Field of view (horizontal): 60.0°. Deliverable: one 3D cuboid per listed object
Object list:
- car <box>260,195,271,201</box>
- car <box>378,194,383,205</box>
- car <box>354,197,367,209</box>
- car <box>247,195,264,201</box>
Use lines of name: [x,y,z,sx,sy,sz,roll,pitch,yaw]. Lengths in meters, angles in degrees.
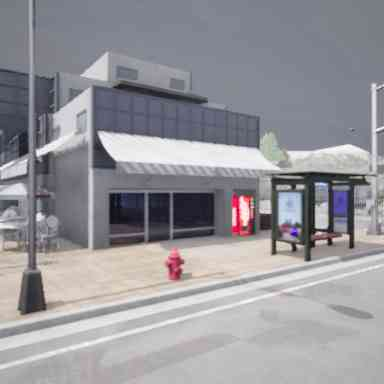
car: [18.915,1.471,87.069,5.027,1.636,2.152,0,0,-36]
car: [32.079,1.244,54.298,4.605,1.855,1.932,0,0,-36]
car: [20.137,1.393,41.682,3.806,1.475,1.970,0,0,-36]
car: [17.043,1.481,89.586,4.514,1.523,2.007,0,0,-36]
